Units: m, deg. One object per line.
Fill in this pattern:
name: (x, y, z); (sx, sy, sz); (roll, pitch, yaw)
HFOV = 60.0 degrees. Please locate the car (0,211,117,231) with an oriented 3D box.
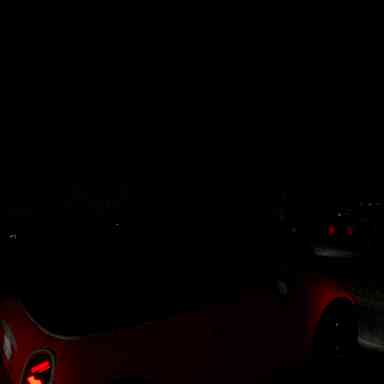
car: (-5.174, 1.526, 13.424); (4.674, 1.442, 1.812); (0, 0, -42)

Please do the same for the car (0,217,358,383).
car: (0.104, 1.353, 4.159); (4.553, 1.767, 2.097); (0, 0, -37)

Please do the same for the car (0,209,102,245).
car: (-7.054, 1.601, 16.283); (4.718, 1.301, 1.895); (0, 0, -42)

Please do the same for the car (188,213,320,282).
car: (2.187, 1.526, 10.641); (1.812, 1.442, 4.674); (0, 0, 45)

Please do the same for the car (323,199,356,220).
car: (11.835, 1.525, 27.243); (1.812, 1.442, 4.674); (0, 0, 18)

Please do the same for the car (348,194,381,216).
car: (16.898, 1.222, 32.932); (2.150, 2.045, 5.566); (0, 0, 14)
